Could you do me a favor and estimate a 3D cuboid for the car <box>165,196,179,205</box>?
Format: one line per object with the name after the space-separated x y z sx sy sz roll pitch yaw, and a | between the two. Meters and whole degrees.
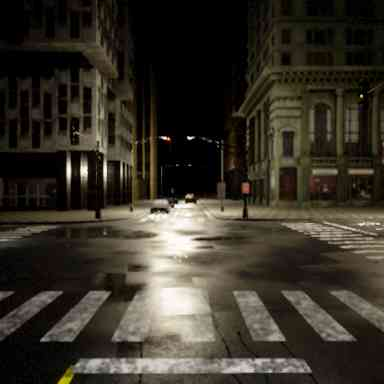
-3.285 1.432 54.774 1.994 1.385 4.181 0 0 0 | car

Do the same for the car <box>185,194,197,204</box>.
-0.198 1.415 59.433 1.994 1.385 4.181 0 0 -1 | car

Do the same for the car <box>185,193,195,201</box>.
-0.427 1.149 74.253 2.097 1.767 4.553 0 0 0 | car

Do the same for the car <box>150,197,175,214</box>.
-3.206 1.478 34.650 2.033 1.411 5.357 0 0 0 | car

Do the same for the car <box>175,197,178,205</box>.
-3.277 1.449 44.716 2.033 1.411 5.357 0 0 -1 | car
